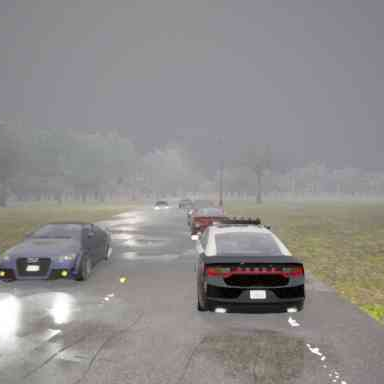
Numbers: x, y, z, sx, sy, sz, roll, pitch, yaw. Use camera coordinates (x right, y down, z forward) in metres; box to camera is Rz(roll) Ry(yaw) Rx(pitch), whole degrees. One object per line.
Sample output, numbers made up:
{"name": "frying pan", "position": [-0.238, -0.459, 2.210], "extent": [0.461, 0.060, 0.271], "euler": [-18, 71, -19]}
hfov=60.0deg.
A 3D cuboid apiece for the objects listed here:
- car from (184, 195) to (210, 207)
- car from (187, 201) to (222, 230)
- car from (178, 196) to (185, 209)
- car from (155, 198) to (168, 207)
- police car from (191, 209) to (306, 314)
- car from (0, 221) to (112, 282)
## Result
{"name": "car", "position": [0.712, 1.350, 23.779], "extent": [2.097, 1.767, 4.553], "euler": [0, 0, -2]}
{"name": "car", "position": [0.869, 1.477, 17.792], "extent": [1.882, 1.535, 5.008], "euler": [0, 0, -1]}
{"name": "car", "position": [-0.906, 1.504, 46.252], "extent": [2.128, 1.511, 4.902], "euler": [0, 0, -1]}
{"name": "car", "position": [-4.768, 1.621, 52.783], "extent": [1.895, 1.301, 4.718], "euler": [0, 0, -2]}
{"name": "police car", "position": [1.024, 1.424, 7.865], "extent": [1.930, 1.638, 5.238], "euler": [0, 0, -1]}
{"name": "car", "position": [-3.665, 1.563, 9.621], "extent": [1.994, 1.385, 4.181], "euler": [0, 0, -1]}
